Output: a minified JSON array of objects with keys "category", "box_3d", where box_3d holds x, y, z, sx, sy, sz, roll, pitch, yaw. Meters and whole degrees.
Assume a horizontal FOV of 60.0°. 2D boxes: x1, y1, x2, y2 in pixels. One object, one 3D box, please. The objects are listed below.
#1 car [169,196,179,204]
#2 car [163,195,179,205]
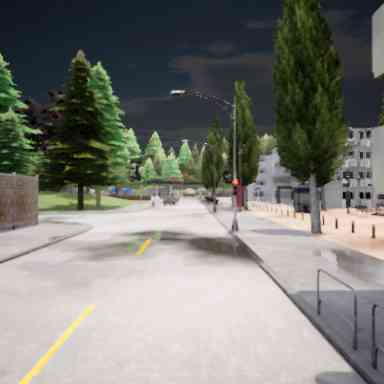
[{"category":"car","box_3d":[-4.004,1.804,75.196,2.128,1.511,4.902,0,0,0]},{"category":"car","box_3d":[-4.050,1.404,59.727,2.097,1.767,4.553,0,0,0]}]
